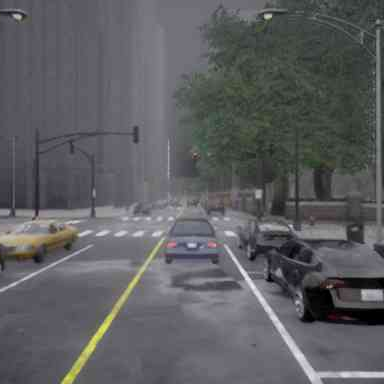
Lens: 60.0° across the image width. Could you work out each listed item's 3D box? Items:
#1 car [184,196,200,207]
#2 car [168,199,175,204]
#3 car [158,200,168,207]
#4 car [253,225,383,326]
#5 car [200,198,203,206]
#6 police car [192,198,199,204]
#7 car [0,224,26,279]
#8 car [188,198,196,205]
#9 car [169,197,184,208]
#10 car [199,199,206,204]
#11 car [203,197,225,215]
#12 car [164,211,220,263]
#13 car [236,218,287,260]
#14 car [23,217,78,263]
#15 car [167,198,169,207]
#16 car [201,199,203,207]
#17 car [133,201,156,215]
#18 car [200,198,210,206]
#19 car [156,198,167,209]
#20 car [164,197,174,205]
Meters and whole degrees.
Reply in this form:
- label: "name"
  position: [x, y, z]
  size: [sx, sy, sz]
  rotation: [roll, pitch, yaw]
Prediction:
- label: "car"
  position: [0.028, 2.055, 65.955]
  size: [2.097, 1.767, 4.553]
  rotation: [0, -1, 0]
- label: "car"
  position: [-5.758, 2.565, 93.912]
  size: [1.887, 1.381, 4.507]
  rotation: [0, -1, 0]
- label: "car"
  position: [-5.759, 2.293, 66.628]
  size: [1.802, 1.307, 4.206]
  rotation: [0, -1, 0]
- label: "car"
  position: [2.764, 1.640, 7.178]
  size: [1.947, 1.339, 4.313]
  rotation: [0, -1, 0]
- label: "car"
  position: [2.766, 2.141, 55.722]
  size: [2.008, 1.369, 4.403]
  rotation: [0, -1, 0]
- label: "police car"
  position: [0.905, 2.402, 90.118]
  size: [1.930, 1.638, 5.238]
  rotation: [0, -1, 0]
- label: "car"
  position: [-5.761, 1.624, 7.169]
  size: [2.008, 1.369, 4.403]
  rotation: [0, -1, 0]
- label: "car"
  position: [0.004, 2.202, 79.476]
  size: [1.882, 1.535, 5.008]
  rotation: [0, -1, 0]
- label: "car"
  position: [-3.023, 2.218, 62.929]
  size: [2.033, 1.411, 5.357]
  rotation: [0, -1, 1]
- label: "car"
  position: [2.767, 2.485, 88.630]
  size: [1.752, 1.417, 4.829]
  rotation: [0, -1, 0]
- label: "car"
  position: [2.765, 1.723, 39.357]
  size: [2.192, 1.841, 5.009]
  rotation: [0, -1, 0]
- label: "car"
  position: [0.013, 1.675, 12.513]
  size: [2.033, 1.411, 5.357]
  rotation: [0, -1, 0]
- label: "car"
  position: [2.765, 1.680, 12.691]
  size: [2.008, 1.369, 4.403]
  rotation: [0, -1, 0]
- label: "car"
  position: [-5.761, 1.652, 12.512]
  size: [1.752, 1.417, 4.829]
  rotation: [0, -1, 0]
- label: "car"
  position: [-5.759, 2.232, 61.171]
  size: [1.802, 1.307, 4.206]
  rotation: [0, -1, 0]
- label: "car"
  position: [2.766, 2.095, 50.266]
  size: [1.947, 1.339, 4.313]
  rotation: [0, -1, 0]
- label: "car"
  position: [-5.760, 1.973, 39.345]
  size: [1.947, 1.339, 4.313]
  rotation: [0, -1, 0]
- label: "car"
  position: [2.766, 2.213, 72.092]
  size: [1.967, 1.590, 4.097]
  rotation: [0, -1, 0]
- label: "car"
  position: [-5.759, 2.140, 55.715]
  size: [2.008, 1.369, 4.403]
  rotation: [0, -1, 0]
- label: "car"
  position: [-5.758, 2.210, 83.001]
  size: [2.192, 1.841, 5.009]
  rotation: [0, -1, 0]
